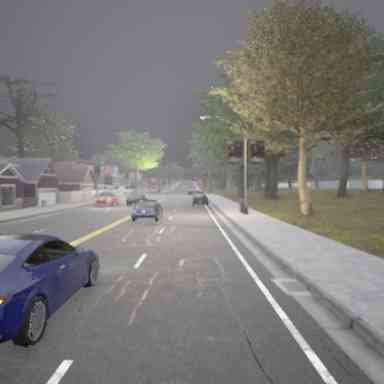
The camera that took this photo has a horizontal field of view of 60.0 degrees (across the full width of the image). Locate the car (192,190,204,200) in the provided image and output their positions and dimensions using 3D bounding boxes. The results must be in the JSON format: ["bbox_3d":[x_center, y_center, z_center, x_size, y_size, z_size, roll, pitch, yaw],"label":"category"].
[{"bbox_3d":[0.966,0.525,55.361,1.837,1.490,4.892,0,1,0],"label":"car"}]

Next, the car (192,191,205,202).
[{"bbox_3d":[0.967,0.658,49.361,1.837,1.490,4.892,0,1,0],"label":"car"}]

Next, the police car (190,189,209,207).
[{"bbox_3d":[0.969,0.816,39.471,1.930,1.638,5.238,0,1,0],"label":"police car"}]

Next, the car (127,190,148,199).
[{"bbox_3d":[-6.597,0.864,39.609,1.882,1.535,5.008,0,1,0],"label":"car"}]

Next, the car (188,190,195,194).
[{"bbox_3d":[-0.015,-0.043,93.213,1.895,1.301,4.718,0,0,0],"label":"car"}]

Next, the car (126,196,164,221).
[{"bbox_3d":[-3.154,1.278,24.167,2.033,1.411,5.357,0,1,0],"label":"car"}]

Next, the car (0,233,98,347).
[{"bbox_3d":[-3.150,1.490,6.123,1.812,1.442,4.674,0,0,0],"label":"car"}]

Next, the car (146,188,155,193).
[{"bbox_3d":[-9.762,-0.274,78.849,1.882,1.535,5.008,0,1,0],"label":"car"}]

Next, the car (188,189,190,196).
[{"bbox_3d":[-0.012,0.067,72.817,1.882,1.535,5.008,0,1,0],"label":"car"}]

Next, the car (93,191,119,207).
[{"bbox_3d":[-9.844,0.768,38.329,2.097,1.767,4.553,0,2,0],"label":"car"}]
